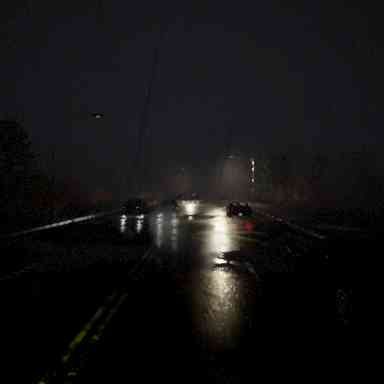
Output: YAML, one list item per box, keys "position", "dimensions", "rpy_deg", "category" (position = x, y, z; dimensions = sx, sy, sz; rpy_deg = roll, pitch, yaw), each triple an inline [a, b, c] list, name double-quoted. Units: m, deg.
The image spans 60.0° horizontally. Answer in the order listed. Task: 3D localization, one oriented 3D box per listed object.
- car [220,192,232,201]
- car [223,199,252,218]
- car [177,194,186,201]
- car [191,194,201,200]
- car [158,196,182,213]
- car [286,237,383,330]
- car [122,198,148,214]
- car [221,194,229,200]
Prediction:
- position: [7.136, 1.191, 72.703]
  dimensions: [2.033, 1.649, 4.856]
  rpy_deg: [0, 0, 6]
  category: "car"
- position: [4.020, 1.524, 29.167]
  dimensions: [1.895, 1.301, 4.718]
  rpy_deg: [0, 0, 2]
  category: "car"
- position: [-2.449, 1.171, 74.742]
  dimensions: [1.837, 1.490, 4.892]
  rpy_deg: [0, 0, 6]
  category: "car"
- position: [0.892, 1.093, 75.405]
  dimensions: [1.994, 1.385, 4.181]
  rpy_deg: [0, 0, 6]
  category: "car"
- position: [-2.406, 1.430, 34.904]
  dimensions: [1.812, 1.442, 4.674]
  rpy_deg: [0, 0, 3]
  category: "car"
- position: [3.411, 1.586, 6.867]
  dimensions: [1.895, 1.301, 4.718]
  rpy_deg: [0, 0, 1]
  category: "car"
- position: [-5.710, 1.384, 33.897]
  dimensions: [1.882, 1.535, 5.008]
  rpy_deg: [0, 0, 3]
  category: "car"
- position: [8.367, 1.186, 83.558]
  dimensions: [1.882, 1.535, 5.008]
  rpy_deg: [0, 0, 7]
  category: "car"
